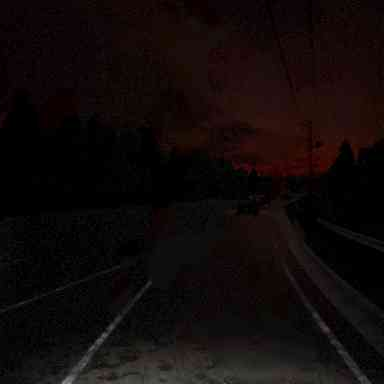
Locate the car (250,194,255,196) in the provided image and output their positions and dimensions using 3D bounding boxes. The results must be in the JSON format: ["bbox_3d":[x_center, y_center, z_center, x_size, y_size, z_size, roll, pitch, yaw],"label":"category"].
[{"bbox_3d":[17.342,1.394,87.826,1.812,1.442,4.674,0,0,20],"label":"car"}]

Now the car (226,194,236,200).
[{"bbox_3d":[10.768,1.200,90.228,2.097,1.767,4.553,0,0,20],"label":"car"}]

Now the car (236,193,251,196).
[{"bbox_3d":[13.915,1.382,88.650,2.128,1.511,4.902,0,0,20],"label":"car"}]

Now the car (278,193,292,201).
[{"bbox_3d":[23.762,1.434,85.004,2.033,1.411,5.357,0,0,20],"label":"car"}]

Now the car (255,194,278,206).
[{"bbox_3d":[11.662,1.423,51.919,2.128,1.511,4.902,0,0,20],"label":"car"}]

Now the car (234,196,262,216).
[{"bbox_3d":[5.586,1.429,32.746,1.882,1.535,5.008,0,0,14],"label":"car"}]

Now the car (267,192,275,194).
[{"bbox_3d":[20.491,1.107,86.247,2.150,2.045,5.566,0,0,20],"label":"car"}]
